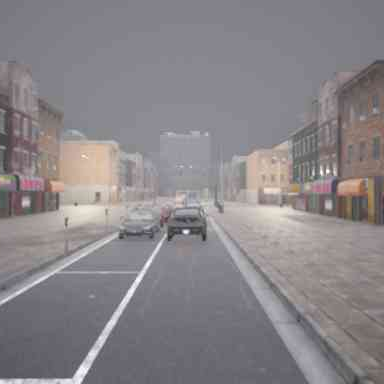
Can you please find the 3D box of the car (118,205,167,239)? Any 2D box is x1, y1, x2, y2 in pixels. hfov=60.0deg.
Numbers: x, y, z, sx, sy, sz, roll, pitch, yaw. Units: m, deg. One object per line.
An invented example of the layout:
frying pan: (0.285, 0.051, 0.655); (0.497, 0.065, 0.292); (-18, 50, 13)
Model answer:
car: (-2.629, 1.565, 17.240); (2.008, 1.369, 4.403); (0, 0, 0)

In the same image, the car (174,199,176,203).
car: (-2.627, 1.579, 28.228); (1.887, 1.381, 4.507); (0, 0, 0)

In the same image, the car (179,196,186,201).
car: (-2.615, 1.790, 92.728); (1.752, 1.417, 4.829); (0, 0, 0)

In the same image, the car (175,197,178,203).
car: (-2.626, 1.571, 33.552); (1.752, 1.417, 4.829); (0, 0, 0)

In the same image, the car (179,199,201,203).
car: (0.099, 1.561, 28.833); (1.812, 1.442, 4.674); (0, 0, 0)

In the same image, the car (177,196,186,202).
car: (-2.617, 1.765, 82.011); (2.008, 1.369, 4.403); (0, 0, 0)

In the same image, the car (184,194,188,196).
car: (-2.618, 1.483, 71.123); (2.192, 1.841, 5.009); (0, 0, 0)

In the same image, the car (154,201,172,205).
car: (-2.628, 1.568, 22.733); (1.887, 1.381, 4.507); (0, 0, 0)

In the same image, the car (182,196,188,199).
car: (0.031, 1.538, 39.102); (1.882, 1.535, 5.008); (0, 0, 0)

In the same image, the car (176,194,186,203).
car: (-2.620, 1.672, 65.509); (1.752, 1.417, 4.829); (0, 0, 0)

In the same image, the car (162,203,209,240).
car: (-0.178, 1.517, 16.946); (1.837, 1.490, 4.892); (0, -1, 2)
